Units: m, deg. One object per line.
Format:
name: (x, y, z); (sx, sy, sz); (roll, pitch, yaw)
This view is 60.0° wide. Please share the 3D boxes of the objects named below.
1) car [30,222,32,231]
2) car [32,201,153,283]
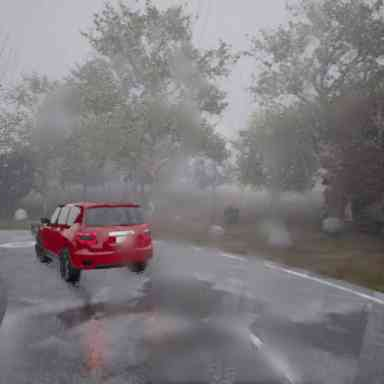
car: (-6.568, 1.824, 17.717); (4.718, 1.301, 1.895); (-1, -1, 34)
car: (-3.220, 1.312, 10.295); (2.150, 2.045, 5.566); (1, -2, -35)
